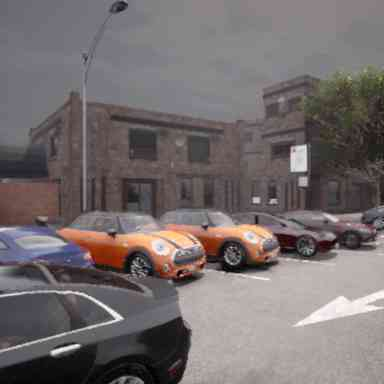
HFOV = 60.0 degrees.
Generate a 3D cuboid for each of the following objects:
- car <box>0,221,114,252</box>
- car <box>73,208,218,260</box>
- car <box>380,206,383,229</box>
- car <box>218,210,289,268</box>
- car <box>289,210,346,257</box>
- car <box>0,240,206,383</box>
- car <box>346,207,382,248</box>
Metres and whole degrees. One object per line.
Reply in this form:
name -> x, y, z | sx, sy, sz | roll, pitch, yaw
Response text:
car -> -4.267, 1.525, 7.852 | 4.674, 1.452, 2.002 | -1, -1, 35
car -> -1.836, 1.361, 9.605 | 4.553, 1.767, 2.185 | -1, -1, 35
car -> 12.898, 1.509, 19.967 | 4.892, 1.521, 2.231 | -1, -1, 35
car -> 0.619, 1.363, 11.331 | 4.553, 1.767, 2.185 | -1, -1, 35
car -> 3.123, 1.520, 13.020 | 4.792, 1.488, 2.163 | -1, -1, 35
car -> -2.279, 1.505, 2.868 | 4.892, 1.490, 1.837 | 0, 0, -35
car -> 5.551, 1.535, 14.768 | 4.674, 1.452, 2.002 | -1, -1, 35
